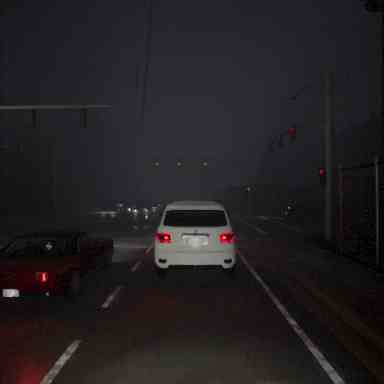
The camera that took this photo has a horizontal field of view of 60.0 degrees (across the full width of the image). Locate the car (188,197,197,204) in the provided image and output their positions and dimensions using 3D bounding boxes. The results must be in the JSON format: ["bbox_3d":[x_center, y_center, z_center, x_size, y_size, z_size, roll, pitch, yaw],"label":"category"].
[{"bbox_3d":[0.131,1.940,75.379,2.128,1.511,4.902,0,0,0],"label":"car"}]

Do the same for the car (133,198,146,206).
[{"bbox_3d":[-10.411,1.965,66.019,1.895,1.301,4.718,0,0,1],"label":"car"}]

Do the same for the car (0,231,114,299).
[{"bbox_3d":[-3.413,1.649,8.562,1.895,1.301,4.718,0,0,0],"label":"car"}]

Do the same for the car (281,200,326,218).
[{"bbox_3d":[11.004,1.587,32.311,4.553,1.767,2.097,0,0,0],"label":"car"}]

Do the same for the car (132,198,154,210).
[{"bbox_3d":[-7.017,1.771,48.231,1.837,1.490,4.892,0,0,0],"label":"car"}]

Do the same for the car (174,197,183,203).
[{"bbox_3d":[-3.357,2.013,85.664,2.033,1.411,5.357,0,0,0],"label":"car"}]

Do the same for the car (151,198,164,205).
[{"bbox_3d":[-6.892,1.922,67.810,2.033,1.411,5.357,0,0,1],"label":"car"}]

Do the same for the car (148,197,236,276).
[{"bbox_3d":[0.097,1.285,10.720,2.150,2.045,5.566,0,0,0],"label":"car"}]

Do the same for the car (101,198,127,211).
[{"bbox_3d":[-10.527,1.793,44.417,2.033,1.411,5.357,0,0,0],"label":"car"}]

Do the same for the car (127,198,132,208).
[{"bbox_3d":[-10.499,1.777,54.198,1.882,1.535,5.008,0,0,0],"label":"car"}]

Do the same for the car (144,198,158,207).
[{"bbox_3d":[-6.984,1.842,57.322,1.812,1.442,4.674,0,0,0],"label":"car"}]

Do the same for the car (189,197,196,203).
[{"bbox_3d":[0.143,1.998,85.781,1.812,1.442,4.674,0,0,0],"label":"car"}]
